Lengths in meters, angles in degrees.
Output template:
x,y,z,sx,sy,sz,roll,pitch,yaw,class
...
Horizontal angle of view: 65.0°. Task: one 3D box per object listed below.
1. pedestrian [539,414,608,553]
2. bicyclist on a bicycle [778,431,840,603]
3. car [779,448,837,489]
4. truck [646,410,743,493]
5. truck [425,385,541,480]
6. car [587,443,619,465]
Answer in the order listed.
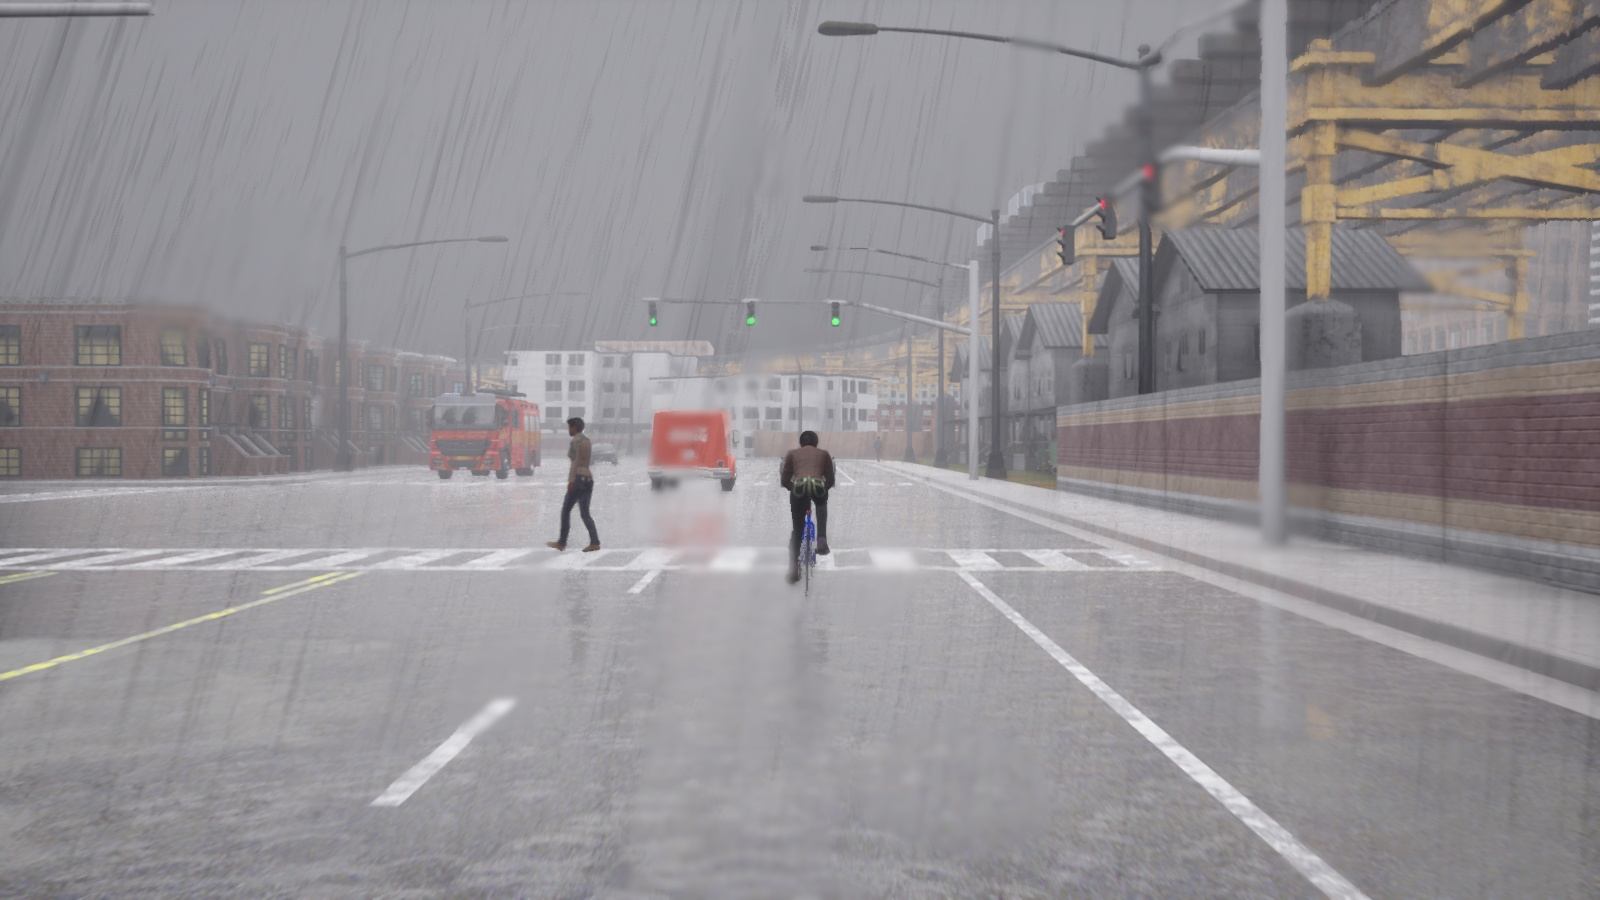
x,y,z,sx,sy,sz,roll,pitch,yaw,class
-2.998,0.435,16.620,0.869,1.805,0.328,0,0,22,pedestrian
0.089,0.628,12.661,0.582,1.620,1.656,0,0,0,bicyclist on a bicycle
0.268,0.602,43.461,1.895,1.301,4.718,0,0,0,car
-3.252,0.032,39.827,2.627,2.467,5.204,0,0,0,truck
-13.664,-0.739,54.879,2.891,3.827,8.468,0,0,0,truck
-13.580,0.252,86.605,1.837,1.490,4.892,0,0,-5,car
